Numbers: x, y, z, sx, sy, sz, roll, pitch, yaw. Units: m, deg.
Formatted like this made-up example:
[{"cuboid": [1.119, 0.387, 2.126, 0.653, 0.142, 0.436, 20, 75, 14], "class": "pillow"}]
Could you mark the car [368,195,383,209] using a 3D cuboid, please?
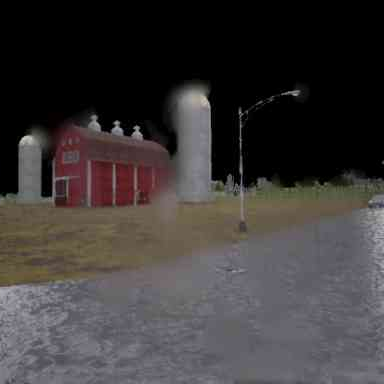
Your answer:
[{"cuboid": [24.088, 1.204, 42.722, 2.097, 1.767, 4.553, -1, 0, 36], "class": "car"}]
